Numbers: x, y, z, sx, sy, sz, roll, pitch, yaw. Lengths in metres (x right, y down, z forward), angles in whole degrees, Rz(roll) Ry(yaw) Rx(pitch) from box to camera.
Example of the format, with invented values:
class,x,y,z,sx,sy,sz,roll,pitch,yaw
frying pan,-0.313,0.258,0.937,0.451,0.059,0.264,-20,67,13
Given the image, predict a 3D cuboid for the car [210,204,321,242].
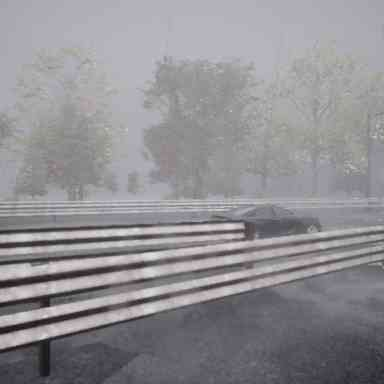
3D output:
class,x,y,z,sx,sy,sz,roll,pitch,yaw
car,3.096,1.249,13.770,5.008,1.535,1.882,0,0,-26
